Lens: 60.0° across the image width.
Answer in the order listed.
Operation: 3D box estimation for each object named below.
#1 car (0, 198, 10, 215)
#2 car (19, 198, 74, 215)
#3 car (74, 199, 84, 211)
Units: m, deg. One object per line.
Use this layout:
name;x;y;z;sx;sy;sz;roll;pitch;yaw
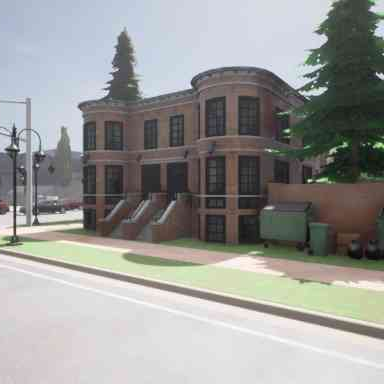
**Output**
car;-20.189;1.352;31.957;2.097;1.767;4.553;0;0;35
car;-14.802;1.505;33.568;1.837;1.490;4.892;0;0;34
car;-14.974;1.478;39.563;1.882;1.535;5.008;0;0;33
